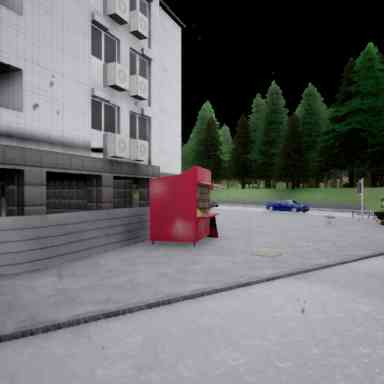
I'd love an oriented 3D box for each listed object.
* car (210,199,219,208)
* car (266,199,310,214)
[{"bbox_3d":[1.971,1.563,47.612,1.994,1.385,4.181,0,0,-35],"label":"car"},{"bbox_3d":[10.271,1.478,35.939,1.882,1.535,5.008,0,0,-35],"label":"car"}]
